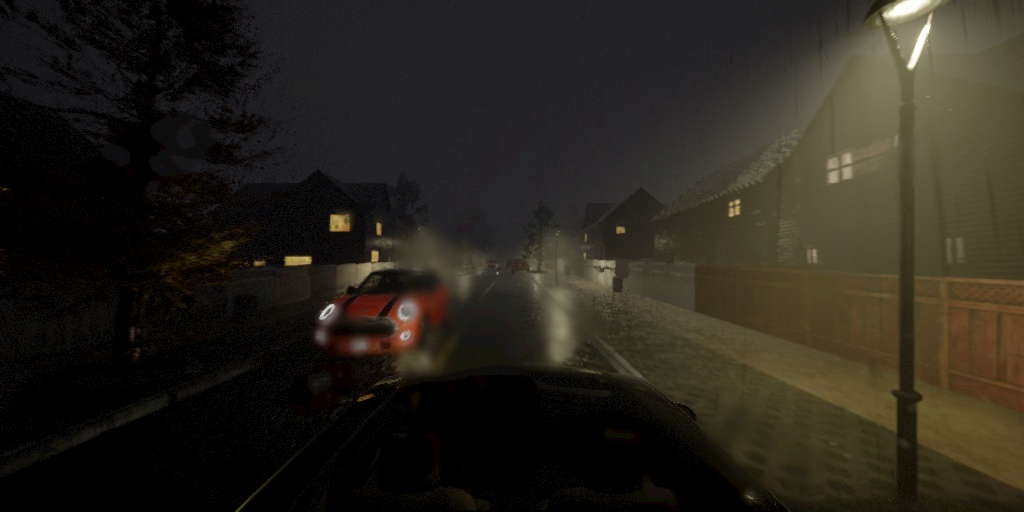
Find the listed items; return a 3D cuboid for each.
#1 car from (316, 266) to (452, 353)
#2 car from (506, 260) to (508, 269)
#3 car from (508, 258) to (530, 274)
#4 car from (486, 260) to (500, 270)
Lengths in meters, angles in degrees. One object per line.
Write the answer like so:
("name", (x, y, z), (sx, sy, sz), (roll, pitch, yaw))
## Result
("car", (-2.849, 1.108, 8.973), (2.097, 1.767, 4.553), (0, 0, 0))
("car", (0.000, 1.164, 59.829), (2.097, 1.767, 4.553), (0, 0, 0))
("car", (0.922, 1.084, 41.594), (2.097, 1.767, 4.553), (-3, -1, 0))
("car", (-2.808, 1.278, 52.867), (1.882, 1.535, 5.008), (0, 0, 0))
